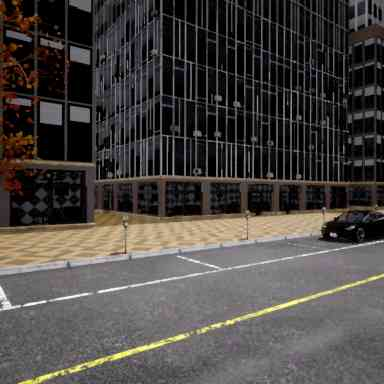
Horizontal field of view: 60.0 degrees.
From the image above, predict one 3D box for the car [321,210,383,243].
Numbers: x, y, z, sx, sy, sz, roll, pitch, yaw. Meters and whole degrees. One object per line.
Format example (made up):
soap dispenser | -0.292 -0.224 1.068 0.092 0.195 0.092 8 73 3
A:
car | 8.140 1.563 16.226 4.313 1.339 1.947 0 0 -36
